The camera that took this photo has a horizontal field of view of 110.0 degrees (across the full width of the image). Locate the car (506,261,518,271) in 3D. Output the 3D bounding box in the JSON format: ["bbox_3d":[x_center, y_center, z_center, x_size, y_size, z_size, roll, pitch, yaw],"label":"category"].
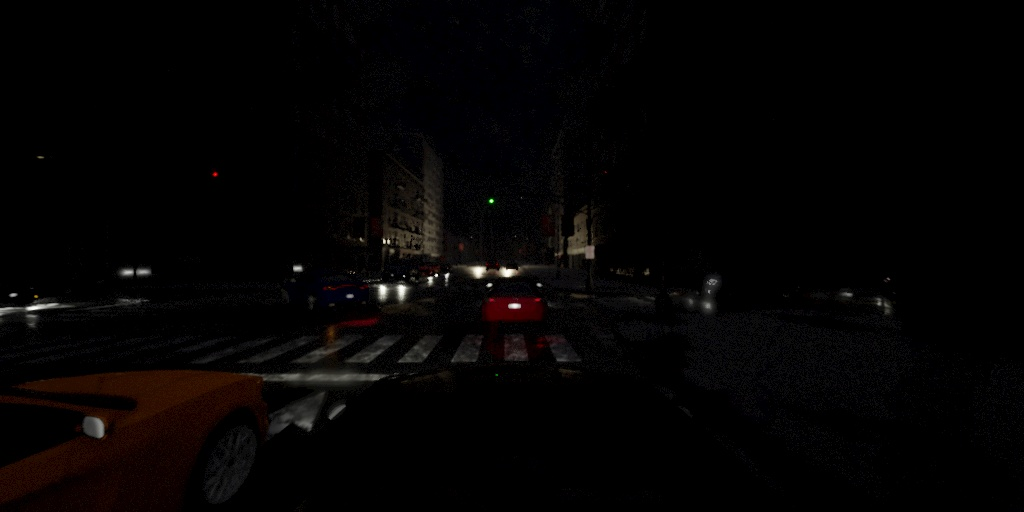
[{"bbox_3d":[0.008,1.618,61.287,2.097,1.767,4.553,0,0,0],"label":"car"}]

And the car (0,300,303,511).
[{"bbox_3d":[-3.152,1.224,1.254,1.882,1.535,5.008,0,-1,0],"label":"car"}]

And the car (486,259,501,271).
[{"bbox_3d":[-3.242,1.485,60.932,2.150,2.045,5.566,0,0,0],"label":"car"}]

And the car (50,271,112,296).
[{"bbox_3d":[-25.373,1.495,20.333,4.313,1.339,1.948,0,0,0],"label":"car"}]

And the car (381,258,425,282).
[{"bbox_3d":[-9.839,1.240,32.235,2.150,2.045,5.566,0,0,0],"label":"car"}]

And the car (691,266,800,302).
[{"bbox_3d":[11.549,1.283,17.992,4.553,1.767,2.097,0,-1,1],"label":"car"}]

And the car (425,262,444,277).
[{"bbox_3d":[-9.841,1.456,42.162,2.097,1.767,4.553,0,0,0],"label":"car"}]

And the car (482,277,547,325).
[{"bbox_3d":[0.086,1.408,12.198,1.994,1.385,4.181,0,0,0],"label":"car"}]

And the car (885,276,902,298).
[{"bbox_3d":[21.447,1.301,17.917,4.553,1.767,2.097,0,-1,0],"label":"car"}]

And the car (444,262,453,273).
[{"bbox_3d":[-9.811,1.697,52.519,1.837,1.490,4.892,0,0,0],"label":"car"}]

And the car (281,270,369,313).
[{"bbox_3d":[-7.809,1.343,14.860,5.008,1.535,1.882,-1,-2,42],"label":"car"}]

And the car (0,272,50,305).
[{"bbox_3d":[-22.596,1.424,14.842,4.181,1.385,1.994,0,-1,0],"label":"car"}]
